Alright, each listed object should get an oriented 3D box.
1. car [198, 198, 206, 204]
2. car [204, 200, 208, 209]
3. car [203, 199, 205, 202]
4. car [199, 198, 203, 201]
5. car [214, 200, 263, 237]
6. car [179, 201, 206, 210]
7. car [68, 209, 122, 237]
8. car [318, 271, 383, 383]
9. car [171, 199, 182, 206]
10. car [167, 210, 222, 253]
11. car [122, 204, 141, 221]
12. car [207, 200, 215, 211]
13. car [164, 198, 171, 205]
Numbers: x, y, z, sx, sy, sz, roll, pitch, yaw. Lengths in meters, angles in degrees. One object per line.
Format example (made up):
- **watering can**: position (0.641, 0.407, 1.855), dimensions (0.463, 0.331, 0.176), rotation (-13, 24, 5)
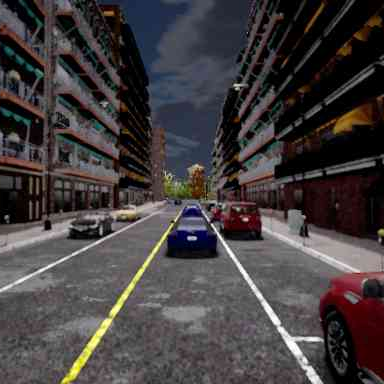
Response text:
- **car**: position (2.786, 2.459, 92.156), dimensions (1.947, 1.339, 4.313), rotation (1, -1, 0)
- **car**: position (3.147, 1.928, 46.963), dimensions (1.882, 1.535, 5.008), rotation (0, -1, 0)
- **car**: position (3.148, 1.996, 53.964), dimensions (1.882, 1.535, 5.008), rotation (0, -1, 0)
- **car**: position (2.721, 2.250, 74.981), dimensions (1.752, 1.417, 4.829), rotation (1, -1, 0)
- **car**: position (2.706, 1.498, 19.136), dimensions (2.192, 1.841, 5.009), rotation (1, -1, 0)
- **car**: position (0.008, 1.806, 29.373), dimensions (1.812, 1.442, 4.674), rotation (0, 0, 0)
- **car**: position (-5.677, 1.734, 19.168), dimensions (2.008, 1.369, 4.403), rotation (1, -1, 0)
- **car**: position (2.703, 1.339, 2.433), dimensions (2.192, 1.841, 5.009), rotation (1, -1, 0)
- **car**: position (-2.989, 2.183, 71.026), dimensions (1.837, 1.490, 4.892), rotation (0, -1, 0)
- **car**: position (0.007, 1.701, 14.301), dimensions (1.994, 1.385, 4.181), rotation (0, -1, 0)
- **car**: position (-5.675, 1.813, 30.135), dimensions (1.752, 1.417, 4.829), rotation (1, -1, 0)
- **car**: position (2.706, 1.730, 30.270), dimensions (1.967, 1.590, 4.097), rotation (1, -1, 0)
- **car**: position (-5.685, 2.217, 80.413), dimensions (1.967, 1.590, 4.097), rotation (1, -1, 0)
